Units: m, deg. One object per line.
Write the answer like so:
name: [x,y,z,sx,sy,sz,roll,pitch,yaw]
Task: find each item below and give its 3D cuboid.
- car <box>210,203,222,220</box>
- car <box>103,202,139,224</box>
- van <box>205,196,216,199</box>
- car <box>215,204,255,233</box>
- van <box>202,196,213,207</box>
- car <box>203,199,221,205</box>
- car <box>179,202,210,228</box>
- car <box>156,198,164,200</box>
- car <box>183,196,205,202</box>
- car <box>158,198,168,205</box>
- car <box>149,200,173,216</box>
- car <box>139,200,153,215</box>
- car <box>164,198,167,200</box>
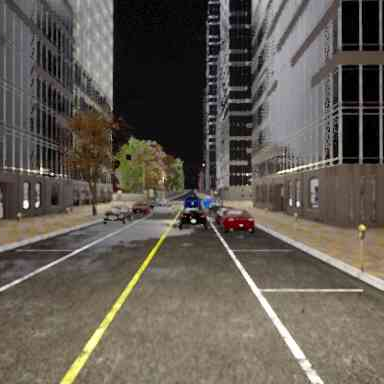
car: [2.677,1.759,26.015,1.802,1.307,4.206,0,0,0]
car: [-5.704,1.728,26.012,2.008,1.369,4.403,0,0,0]
van: [2.669,1.634,48.822,1.690,1.788,3.998,0,0,0]
car: [2.679,1.683,20.317,1.887,1.381,4.507,0,0,0]
van: [2.746,1.663,60.219,1.690,1.788,3.998,0,0,0]
car: [2.672,1.797,37.416,2.008,1.369,4.403,0,0,0]
car: [0.089,1.684,23.171,1.812,1.442,4.674,0,-1,0]
car: [-5.713,1.859,48.816,1.947,1.339,4.313,0,0,0]
car: [0.079,1.481,40.375,2.150,2.045,5.566,0,0,0]
car: [-5.850,1.863,67.447,1.752,1.417,4.829,0,0,0]
car: [-3.115,1.840,36.052,1.895,1.301,4.718,0,0,0]
car: [-5.709,1.791,37.412,1.887,1.381,4.507,0,0,0]
car: [-5.798,1.888,60.213,1.947,1.339,4.313,0,0,0]
